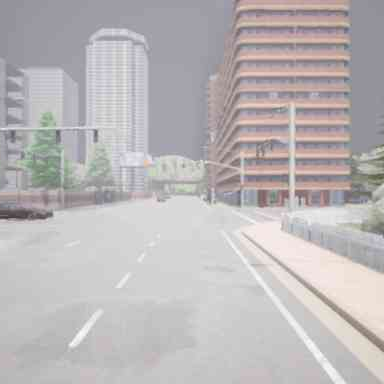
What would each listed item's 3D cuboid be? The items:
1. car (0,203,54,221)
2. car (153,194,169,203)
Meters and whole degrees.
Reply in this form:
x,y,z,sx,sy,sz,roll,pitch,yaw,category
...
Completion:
x,y,z,sx,sy,sz,roll,pitch,yaw,category
-14.019,1.579,26.695,5.357,1.411,2.033,1,0,0,car
-6.986,1.706,75.554,2.033,1.411,5.357,0,0,0,car
